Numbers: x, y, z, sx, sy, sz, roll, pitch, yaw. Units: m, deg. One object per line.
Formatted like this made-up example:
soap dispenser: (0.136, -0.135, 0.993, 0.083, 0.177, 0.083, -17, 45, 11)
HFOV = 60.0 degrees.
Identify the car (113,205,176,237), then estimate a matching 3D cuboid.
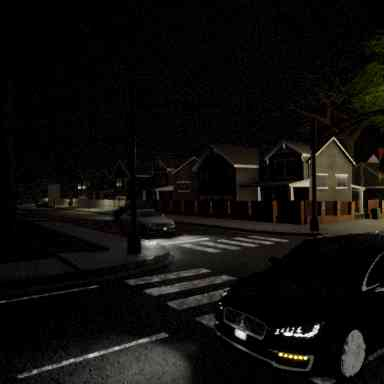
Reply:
car: (-2.795, 1.720, 19.743, 1.812, 1.442, 4.674, -1, 0, -35)

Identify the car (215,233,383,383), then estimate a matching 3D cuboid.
car: (2.582, 1.505, 5.495, 4.892, 1.490, 1.837, 0, 0, -35)

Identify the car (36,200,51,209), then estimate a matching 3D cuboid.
car: (-26.050, 2.155, 58.353, 2.128, 1.511, 4.902, -1, -1, -35)
